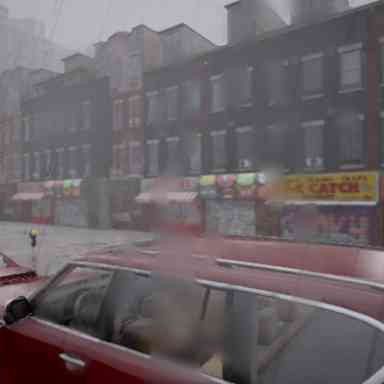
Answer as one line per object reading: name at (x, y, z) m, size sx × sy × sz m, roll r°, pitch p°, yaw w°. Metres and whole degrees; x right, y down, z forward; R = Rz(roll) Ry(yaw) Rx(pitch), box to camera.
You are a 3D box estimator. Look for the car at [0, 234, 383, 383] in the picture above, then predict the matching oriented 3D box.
car at (-0.168, 1.323, 2.939) m, size 5.009 × 1.841 × 2.192 m, roll 0°, pitch -1°, yaw 35°
